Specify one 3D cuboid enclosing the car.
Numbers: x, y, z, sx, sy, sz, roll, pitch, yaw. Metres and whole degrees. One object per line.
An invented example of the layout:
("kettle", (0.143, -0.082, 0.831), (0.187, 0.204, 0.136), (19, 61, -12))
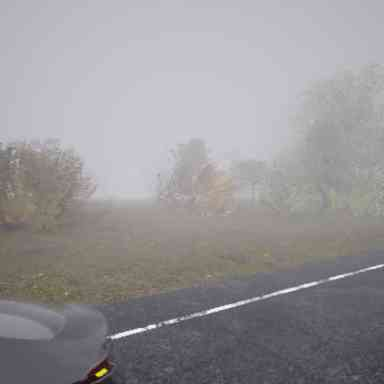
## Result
("car", (-2.729, 1.526, 2.044), (4.674, 1.442, 1.812), (0, 0, -36))
